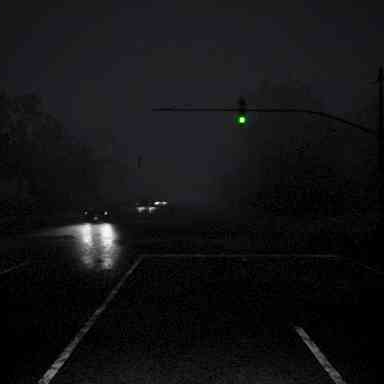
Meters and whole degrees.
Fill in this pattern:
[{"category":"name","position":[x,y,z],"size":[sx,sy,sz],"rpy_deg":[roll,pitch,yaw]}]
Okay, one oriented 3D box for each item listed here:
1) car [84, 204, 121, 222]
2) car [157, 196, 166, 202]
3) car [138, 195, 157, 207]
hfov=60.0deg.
[{"category":"car","position":[-7.001,1.608,26.428],"size":[1.895,1.301,4.718],"rpy_deg":[0,0,0]},{"category":"car","position":[-7.000,1.595,75.047],"size":[1.895,1.301,4.718],"rpy_deg":[0,0,0]},{"category":"car","position":[-7.001,1.313,51.063],"size":[2.097,1.767,4.553],"rpy_deg":[0,0,0]}]
